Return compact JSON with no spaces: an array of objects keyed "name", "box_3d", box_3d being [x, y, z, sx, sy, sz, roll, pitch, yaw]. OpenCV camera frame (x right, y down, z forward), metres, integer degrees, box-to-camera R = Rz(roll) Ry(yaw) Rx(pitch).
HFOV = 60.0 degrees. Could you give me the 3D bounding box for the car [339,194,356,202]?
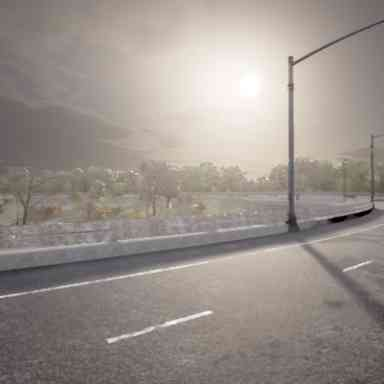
[{"name":"car","box_3d":[40.461,1.541,86.657,2.150,2.045,5.566,0,0,1]}]
